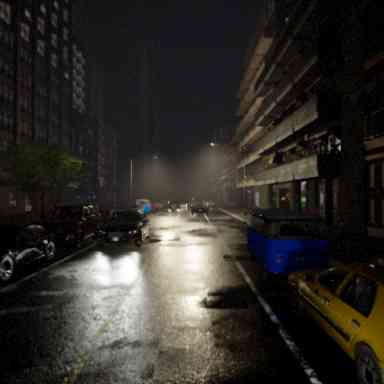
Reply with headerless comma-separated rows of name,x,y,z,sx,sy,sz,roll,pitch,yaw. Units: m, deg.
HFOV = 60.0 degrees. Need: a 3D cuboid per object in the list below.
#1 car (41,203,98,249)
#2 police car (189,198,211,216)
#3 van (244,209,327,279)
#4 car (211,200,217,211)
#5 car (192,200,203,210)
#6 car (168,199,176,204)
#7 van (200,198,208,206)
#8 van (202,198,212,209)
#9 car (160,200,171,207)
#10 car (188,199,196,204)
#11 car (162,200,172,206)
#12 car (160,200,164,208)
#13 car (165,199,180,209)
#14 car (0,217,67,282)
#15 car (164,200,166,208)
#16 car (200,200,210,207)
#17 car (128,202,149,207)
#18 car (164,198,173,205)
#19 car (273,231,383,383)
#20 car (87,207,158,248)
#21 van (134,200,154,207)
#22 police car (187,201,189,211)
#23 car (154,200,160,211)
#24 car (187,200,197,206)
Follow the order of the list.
car,-5.691,1.490,15.657,2.192,1.841,5.009,0,-1,0
police car,0.905,1.871,39.230,1.930,1.638,5.238,0,-1,0
van,2.689,1.454,10.134,1.690,1.788,3.998,0,-1,0
car,2.693,2.109,48.789,2.008,1.369,4.403,0,-1,0
car,0.906,2.160,55.119,1.812,1.442,4.674,0,-1,0
car,-5.684,2.673,92.969,1.947,1.339,4.313,0,-1,0
van,2.695,2.239,76.402,1.690,1.788,3.998,0,-1,0
van,2.694,2.033,59.836,1.690,1.788,3.998,0,-1,0
car,-5.686,2.380,70.878,2.008,1.369,4.403,0,-1,0
car,0.012,2.424,86.961,1.994,1.385,4.181,0,-1,0
car,-5.685,2.449,76.402,2.008,1.369,4.403,0,-1,0
car,-5.688,2.124,48.789,1.947,1.339,4.313,0,-1,0
car,-3.052,2.188,57.410,1.812,1.442,4.674,0,-1,0
car,-5.691,1.679,10.133,1.947,1.339,4.313,0,-1,0
car,-5.687,2.132,59.836,1.967,1.590,4.097,0,-1,0
car,2.695,2.373,70.878,1.887,1.381,4.507,0,-1,0
car,-5.689,1.916,32.222,2.008,1.369,4.403,0,-1,0
car,-5.685,2.408,81.926,1.967,1.590,4.097,0,-1,0
car,2.689,1.579,4.779,1.752,1.417,4.829,0,-1,0
car,-3.098,1.669,15.934,2.128,1.511,4.902,0,-1,0
van,-5.689,1.770,37.747,1.690,1.788,3.998,0,-1,0
police car,0.469,1.987,49.129,1.930,1.638,5.238,0,-1,-8
car,-5.688,2.038,43.267,1.887,1.381,4.507,0,-1,0
car,0.007,2.300,71.855,1.895,1.301,4.718,0,-1,0
